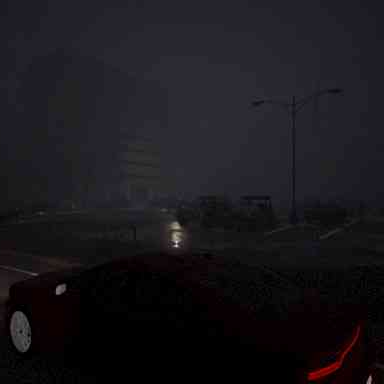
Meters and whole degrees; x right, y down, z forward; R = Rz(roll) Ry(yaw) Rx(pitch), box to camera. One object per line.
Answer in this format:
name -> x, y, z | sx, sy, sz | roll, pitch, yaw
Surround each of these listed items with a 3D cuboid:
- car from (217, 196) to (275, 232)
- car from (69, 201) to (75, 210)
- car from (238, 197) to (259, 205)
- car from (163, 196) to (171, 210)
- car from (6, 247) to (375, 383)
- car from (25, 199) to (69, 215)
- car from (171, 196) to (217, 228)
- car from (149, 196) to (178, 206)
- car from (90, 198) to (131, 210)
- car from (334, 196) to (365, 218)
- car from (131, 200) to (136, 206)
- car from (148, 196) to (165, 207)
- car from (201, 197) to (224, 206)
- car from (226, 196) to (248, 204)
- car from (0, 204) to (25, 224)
car -> 3.356, 1.156, 19.032 | 1.905, 1.878, 3.866 | 0, 0, 34
car -> -16.130, 1.526, 39.402 | 1.812, 1.442, 4.674 | 0, 0, 34
car -> 10.046, 1.601, 59.235 | 1.895, 1.301, 4.718 | 0, 0, 34
car -> -1.298, 1.564, 42.326 | 1.994, 1.385, 4.181 | 0, 0, 34
car -> -0.486, 1.478, 4.335 | 5.008, 1.535, 1.882 | 0, 0, 35
car -> -15.679, 1.547, 33.814 | 2.033, 1.411, 5.357 | 0, 0, 34
car -> 0.989, 1.153, 20.698 | 1.932, 1.855, 4.605 | 0, 0, 34
car -> -4.761, 1.492, 56.294 | 2.128, 1.511, 4.902 | 0, 0, 34
car -> -10.337, 1.601, 41.775 | 1.895, 1.301, 4.718 | 0, 0, 34
car -> 15.380, 1.395, 31.987 | 1.970, 1.475, 3.806 | 0, 0, 34
car -> -10.469, 1.547, 47.858 | 2.033, 1.411, 5.357 | 0, 0, 33
car -> -4.662, 1.492, 50.206 | 2.128, 1.511, 4.902 | 0, 0, 34
car -> 3.508, 1.526, 55.754 | 1.812, 1.442, 4.674 | 0, 0, 34
car -> 8.581, 1.492, 63.326 | 2.128, 1.511, 4.902 | 0, 0, 34
car -> -14.610, 1.547, 22.445 | 2.033, 1.411, 5.357 | 0, 0, 34
